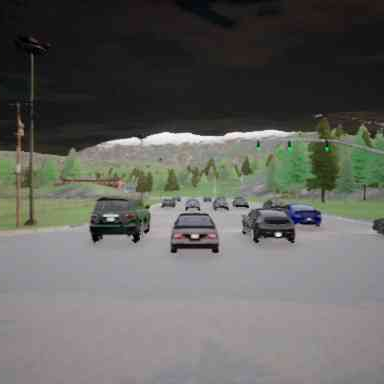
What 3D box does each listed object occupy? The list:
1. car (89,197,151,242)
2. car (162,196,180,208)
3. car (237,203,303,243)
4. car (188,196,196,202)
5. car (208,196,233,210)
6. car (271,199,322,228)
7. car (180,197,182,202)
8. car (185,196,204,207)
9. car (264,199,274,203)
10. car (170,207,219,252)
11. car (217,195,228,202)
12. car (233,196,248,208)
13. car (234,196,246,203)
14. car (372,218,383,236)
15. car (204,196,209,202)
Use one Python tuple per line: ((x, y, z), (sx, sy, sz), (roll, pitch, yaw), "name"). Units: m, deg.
((-3.401, 1.234, 16.612), (2.150, 2.045, 5.566), (0, 0, 0), "car")
((-3.406, 1.530, 49.734), (2.128, 1.511, 4.902), (0, 0, 0), "car")
((3.598, 1.518, 16.284), (1.837, 1.490, 4.892), (0, 0, 0), "car")
((-0.012, 1.654, 75.927), (1.895, 1.301, 4.718), (0, 0, 0), "car")
((3.595, 1.580, 42.535), (2.033, 1.411, 5.357), (0, 0, 0), "car")
((7.098, 1.495, 22.589), (1.882, 1.535, 5.008), (0, 0, 0), "car")
((-3.512, 1.585, 77.660), (2.128, 1.511, 4.902), (0, 0, 0), "car")
((0.094, 1.580, 42.469), (2.033, 1.411, 5.357), (0, 0, 0), "car")
((10.595, 1.581, 43.186), (2.033, 1.411, 5.357), (0, 0, 0), "car")
((0.099, 1.558, 13.837), (2.033, 1.411, 5.357), (0, 0, 0), "car")
((6.988, 1.586, 77.870), (2.128, 1.511, 4.902), (0, 0, 0), "car")
((7.094, 1.602, 49.188), (1.994, 1.385, 4.181), (0, 0, 0), "car")
((10.488, 1.557, 73.236), (1.837, 1.490, 4.892), (0, 0, 0), "car")
((10.598, 1.560, 15.443), (2.033, 1.411, 5.357), (0, 0, 0), "car")
((3.488, 1.582, 74.925), (1.812, 1.442, 4.674), (0, 0, 0), "car")
